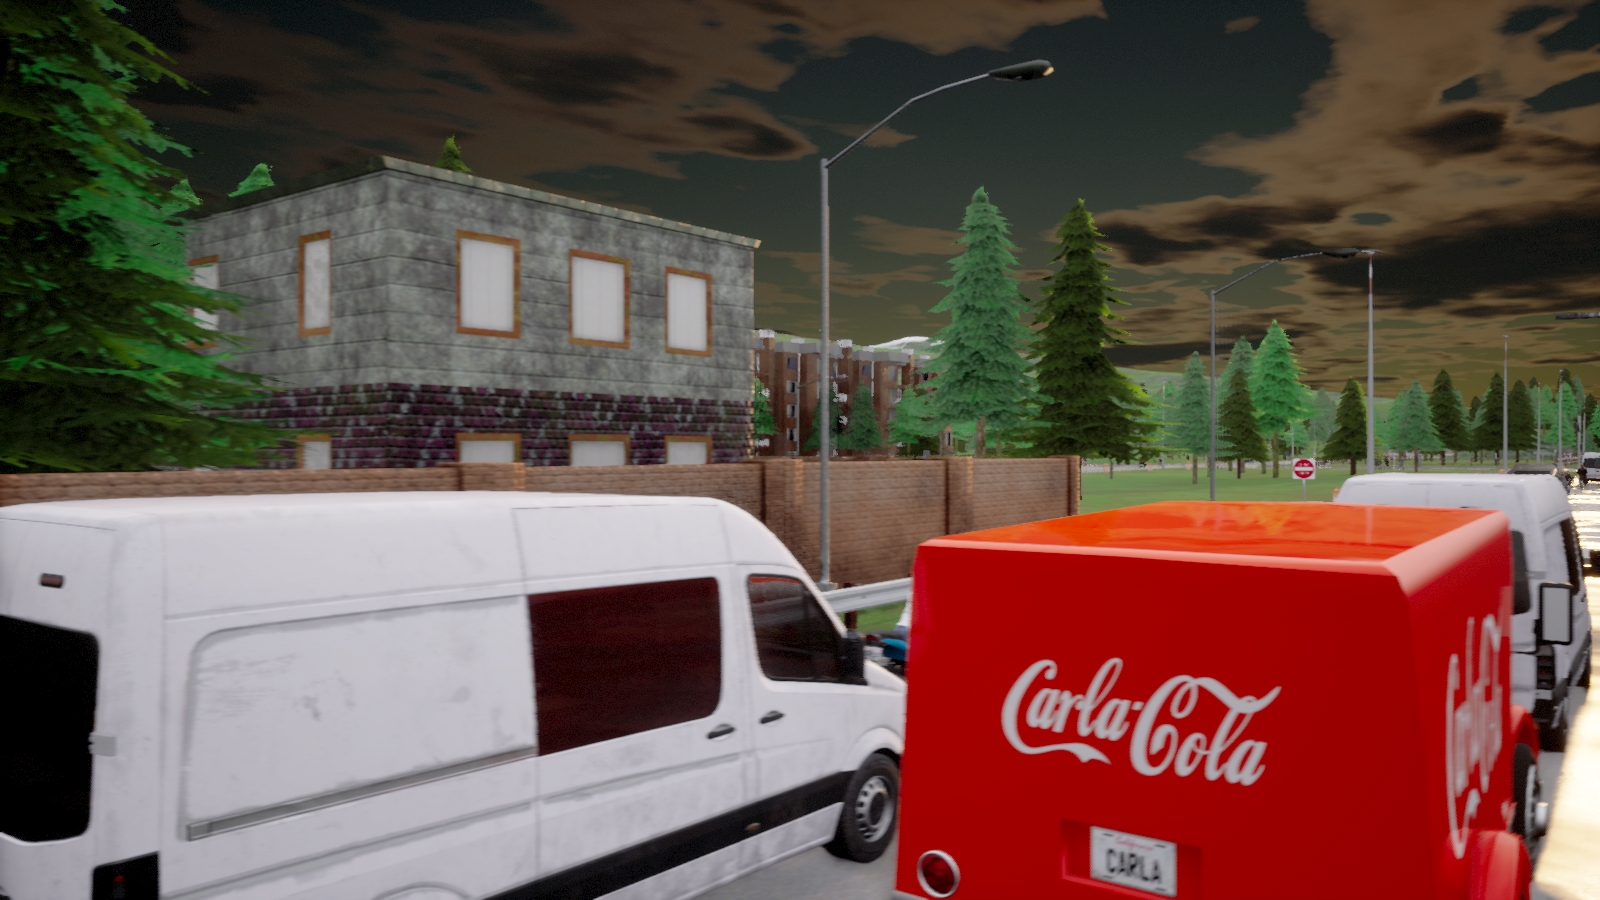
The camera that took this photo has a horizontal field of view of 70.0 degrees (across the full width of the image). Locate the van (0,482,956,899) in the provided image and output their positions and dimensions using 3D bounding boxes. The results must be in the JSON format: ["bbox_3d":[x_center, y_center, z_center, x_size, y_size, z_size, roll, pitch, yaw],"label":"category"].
[{"bbox_3d":[-1.428,1.529,6.849,1.988,2.561,5.915,0,0,38],"label":"van"}]

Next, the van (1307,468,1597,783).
[{"bbox_3d":[7.404,1.526,12.584,1.988,2.561,5.915,0,0,38],"label":"van"}]

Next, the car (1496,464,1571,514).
[{"bbox_3d":[34.024,1.719,52.879,2.390,2.098,6.274,0,0,38],"label":"car"}]

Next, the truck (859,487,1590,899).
[{"bbox_3d":[2.916,1.571,6.743,2.627,2.467,5.204,0,1,37],"label":"truck"}]
